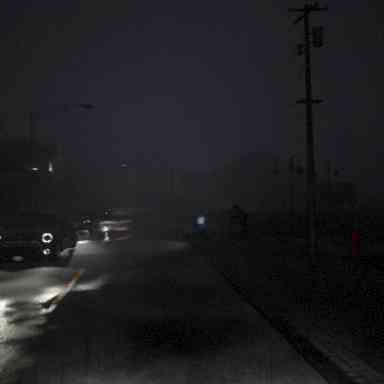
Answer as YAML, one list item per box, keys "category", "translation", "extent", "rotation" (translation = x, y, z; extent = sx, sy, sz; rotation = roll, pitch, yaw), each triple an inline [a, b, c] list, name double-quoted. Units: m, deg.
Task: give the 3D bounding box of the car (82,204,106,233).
- category: "car"
  translation: [-7.259, 1.806, 21.928]
  extent: [2.128, 1.511, 4.902]
  rotation: [-1, 0, -8]

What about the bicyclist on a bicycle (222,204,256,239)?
- category: "bicyclist on a bicycle"
  translation: [2.186, 1.384, 15.443]
  extent: [1.656, 1.620, 0.582]
  rotation: [-2, 0, -8]

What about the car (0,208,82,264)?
- category: "car"
  translation: [-5.928, 1.580, 12.941]
  extent: [2.097, 1.767, 4.553]
  rotation: [-1, 0, -8]

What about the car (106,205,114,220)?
- category: "car"
  translation: [-8.756, 1.939, 32.115]
  extent: [1.812, 1.442, 4.674]
  rotation: [-1, 0, -8]
